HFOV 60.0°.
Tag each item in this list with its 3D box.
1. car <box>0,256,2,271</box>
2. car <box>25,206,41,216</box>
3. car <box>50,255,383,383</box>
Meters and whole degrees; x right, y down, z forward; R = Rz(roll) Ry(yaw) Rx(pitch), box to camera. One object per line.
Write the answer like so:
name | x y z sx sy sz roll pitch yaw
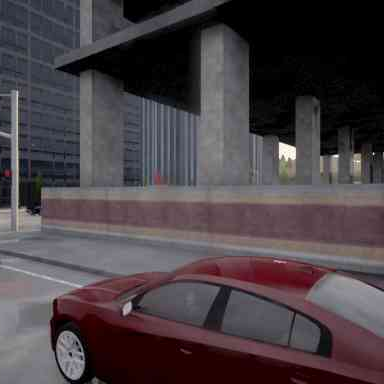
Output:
car | -6.923 1.564 8.871 4.181 1.385 1.994 0 0 36
car | -14.129 1.656 33.535 1.895 1.301 4.718 0 0 36
car | 0.425 1.478 3.686 5.008 1.535 1.882 0 0 35
